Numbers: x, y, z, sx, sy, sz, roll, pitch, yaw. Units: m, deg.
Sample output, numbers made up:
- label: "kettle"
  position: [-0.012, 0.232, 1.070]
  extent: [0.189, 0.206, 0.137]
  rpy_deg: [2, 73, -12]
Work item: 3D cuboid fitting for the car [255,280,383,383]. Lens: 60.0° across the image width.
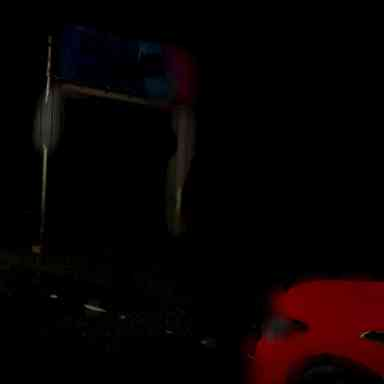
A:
- label: "car"
  position: [3.359, 1.449, 2.770]
  extent: [5.566, 2.045, 2.150]
  rpy_deg: [0, -3, 35]
